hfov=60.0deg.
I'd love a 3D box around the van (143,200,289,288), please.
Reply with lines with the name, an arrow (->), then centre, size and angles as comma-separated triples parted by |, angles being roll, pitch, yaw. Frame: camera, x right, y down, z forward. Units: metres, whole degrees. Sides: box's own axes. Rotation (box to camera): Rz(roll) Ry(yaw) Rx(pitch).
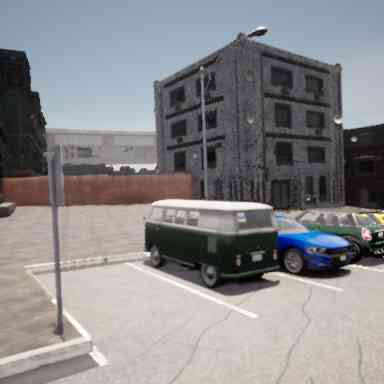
van -> 0.223, 1.229, 9.306 | 1.878, 1.987, 4.442 | 0, 0, -36

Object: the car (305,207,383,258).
car -> 4.839, 1.385, 12.417 | 2.185, 1.767, 4.553 | 1, 0, -36

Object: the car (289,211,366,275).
car -> 2.546, 1.473, 10.826 | 2.097, 1.535, 5.008 | 0, 0, -36
